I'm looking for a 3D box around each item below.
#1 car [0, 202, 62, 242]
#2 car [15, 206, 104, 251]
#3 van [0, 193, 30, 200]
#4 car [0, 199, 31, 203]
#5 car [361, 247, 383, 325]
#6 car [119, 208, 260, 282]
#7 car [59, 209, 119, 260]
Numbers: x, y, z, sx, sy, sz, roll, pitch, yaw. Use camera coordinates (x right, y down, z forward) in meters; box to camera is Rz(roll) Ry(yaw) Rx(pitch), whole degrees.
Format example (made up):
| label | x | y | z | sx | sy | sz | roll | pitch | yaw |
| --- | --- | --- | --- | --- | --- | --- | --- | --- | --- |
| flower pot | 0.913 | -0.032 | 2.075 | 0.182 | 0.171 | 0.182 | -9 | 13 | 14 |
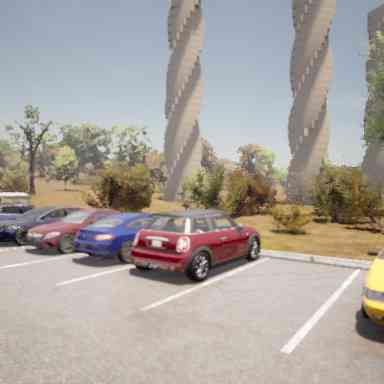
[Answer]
| label | x | y | z | sx | sy | sz | roll | pitch | yaw |
| --- | --- | --- | --- | --- | --- | --- | --- | --- | --- |
| car | -6.394 | 1.371 | 14.880 | 2.163 | 1.488 | 4.792 | 1 | 1 | 35 |
| car | -4.129 | 1.415 | 13.306 | 2.002 | 1.452 | 4.674 | 1 | 0 | 35 |
| van | -10.789 | 1.034 | 18.191 | 1.878 | 1.987 | 4.442 | 1 | 1 | 35 |
| car | -8.601 | 1.330 | 16.526 | 2.163 | 1.488 | 4.792 | 1 | 1 | 35 |
| car | 4.736 | 1.477 | 6.759 | 1.946 | 1.575 | 5.366 | 1 | 0 | 35 |
| car | 0.344 | 1.311 | 10.078 | 2.185 | 1.767 | 4.553 | 1 | 0 | 35 |
| car | -1.890 | 1.446 | 11.704 | 2.002 | 1.452 | 4.674 | 1 | 0 | 35 |
